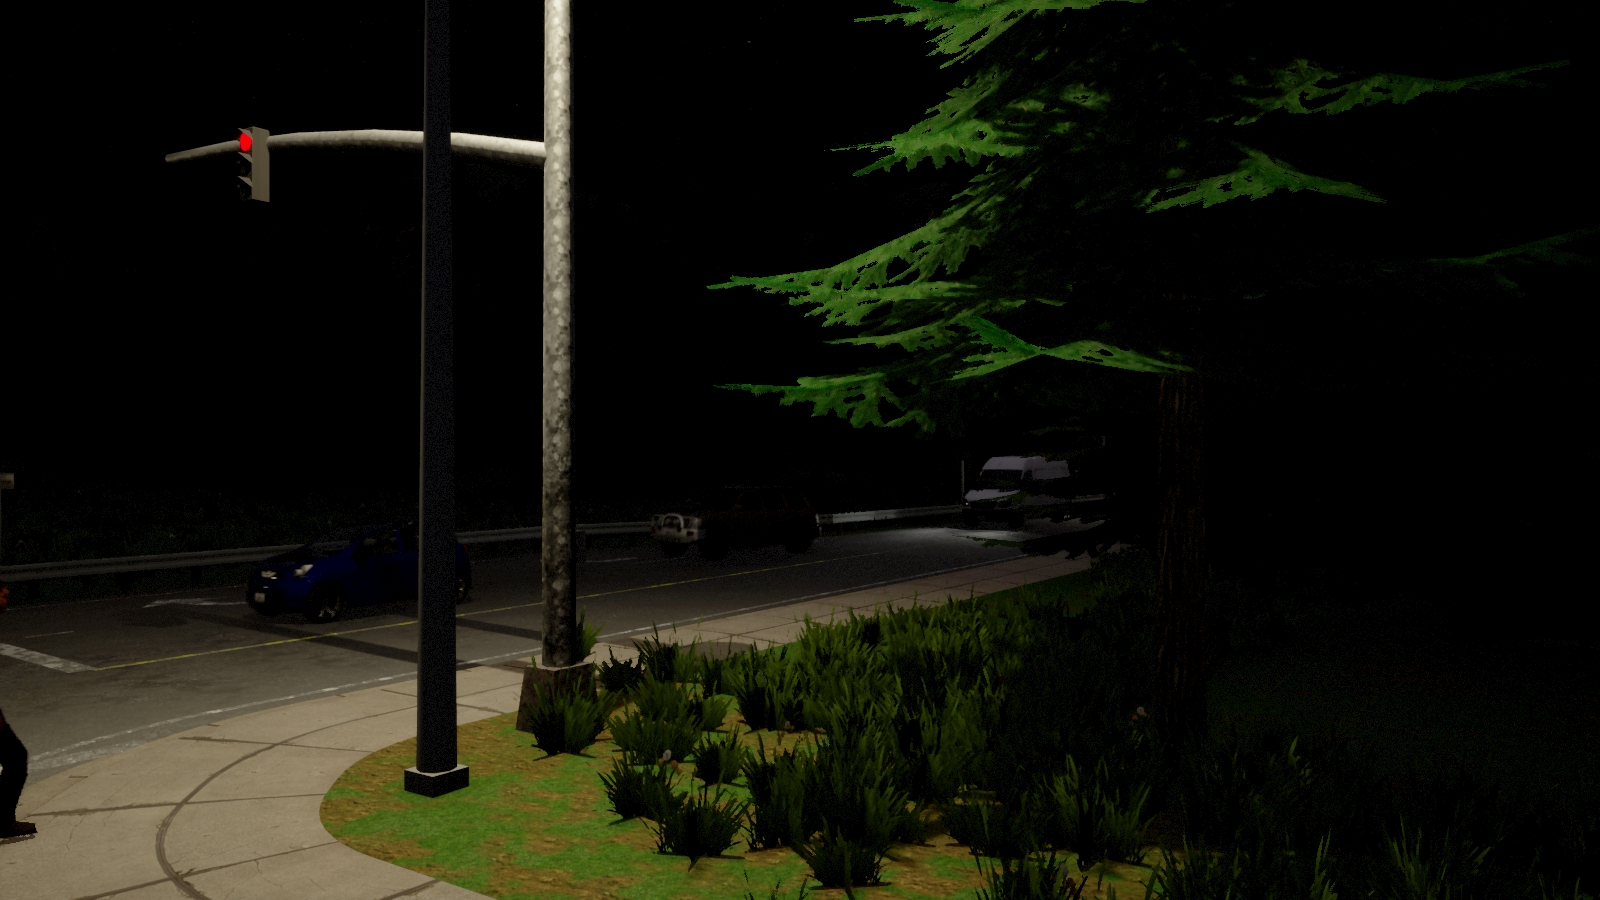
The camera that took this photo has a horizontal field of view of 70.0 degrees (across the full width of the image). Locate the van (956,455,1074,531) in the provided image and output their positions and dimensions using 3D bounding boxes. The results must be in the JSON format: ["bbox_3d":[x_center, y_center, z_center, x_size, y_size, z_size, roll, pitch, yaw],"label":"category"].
[{"bbox_3d":[8.029,1.497,42.257,1.988,2.561,5.915,0,0,35],"label":"van"}]

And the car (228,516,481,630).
[{"bbox_3d":[-7.508,2.000,19.537,1.845,1.501,3.633,0,0,34],"label":"car"}]

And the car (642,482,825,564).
[{"bbox_3d":[-1.661,1.826,29.828,4.605,1.855,1.932,0,0,-44],"label":"car"}]

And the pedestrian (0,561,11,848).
[{"bbox_3d":[-5.488,1.690,7.581,0.375,1.860,0.375,0,0,-41],"label":"pedestrian"}]
